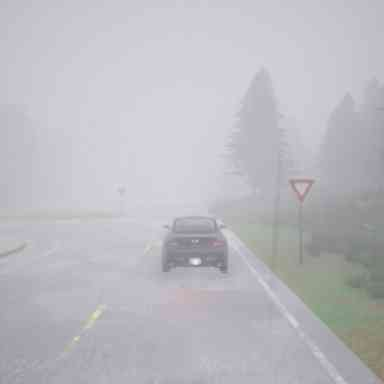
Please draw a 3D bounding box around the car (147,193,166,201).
[{"bbox_3d":[-9.060,1.436,81.853,4.181,1.381,1.994,0,0,-1],"label":"car"}]

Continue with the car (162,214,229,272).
[{"bbox_3d":[0.089,1.489,10.748,1.837,1.490,4.892,0,0,0],"label":"car"}]
